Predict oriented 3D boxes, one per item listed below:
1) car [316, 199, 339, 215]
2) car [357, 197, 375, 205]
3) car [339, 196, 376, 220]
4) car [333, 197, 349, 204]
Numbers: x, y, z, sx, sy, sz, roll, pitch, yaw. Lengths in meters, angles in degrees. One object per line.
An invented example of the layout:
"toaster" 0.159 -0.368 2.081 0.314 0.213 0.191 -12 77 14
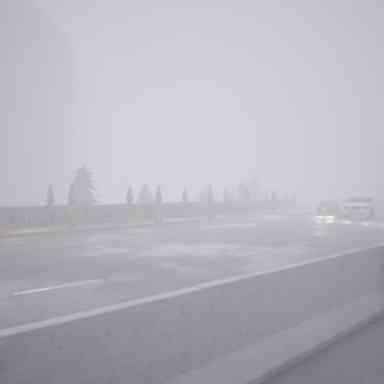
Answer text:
"car" 14.658 1.636 35.703 2.128 1.511 4.902 0 0 31
"car" 33.239 1.702 63.803 1.812 1.442 4.674 0 0 11
"car" 15.282 1.342 30.235 2.150 2.045 5.566 0 -1 34
"car" 30.406 1.646 67.906 1.994 1.385 4.181 0 0 9
